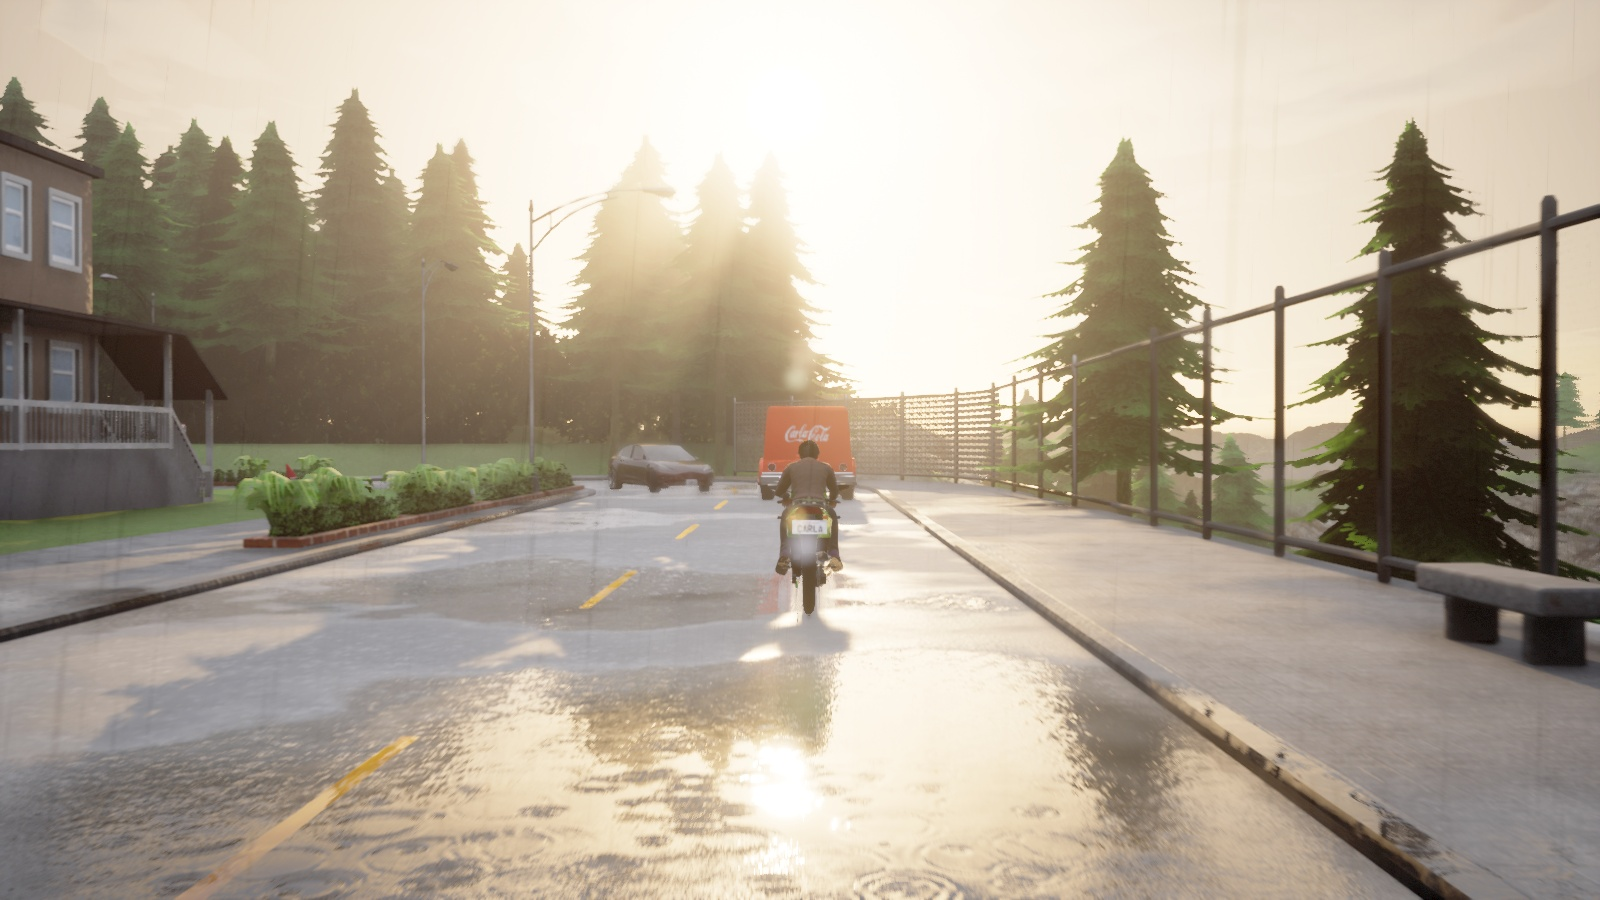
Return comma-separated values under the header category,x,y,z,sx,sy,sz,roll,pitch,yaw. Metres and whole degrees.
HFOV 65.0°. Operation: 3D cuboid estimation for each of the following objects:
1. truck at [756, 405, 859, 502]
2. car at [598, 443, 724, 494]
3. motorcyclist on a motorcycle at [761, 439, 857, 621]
category,x,y,z,sx,sy,sz,roll,pitch,yaw
truck,0.203,0.065,34.623,2.627,2.467,5.204,0,0,0
car,-4.404,0.524,39.070,2.163,1.488,4.792,0,0,-30
motorcyclist on a motorcycle,0.081,0.664,11.525,0.797,1.523,2.044,0,0,0
